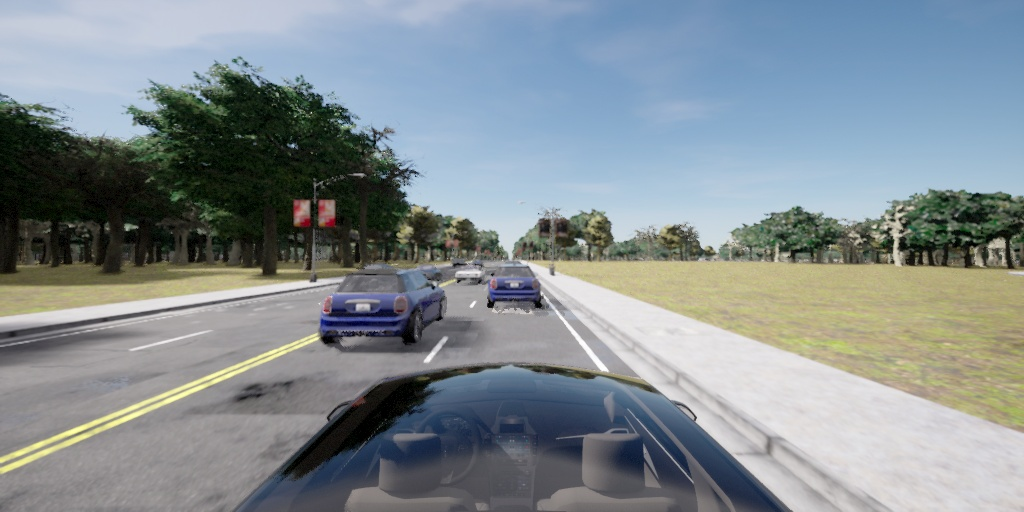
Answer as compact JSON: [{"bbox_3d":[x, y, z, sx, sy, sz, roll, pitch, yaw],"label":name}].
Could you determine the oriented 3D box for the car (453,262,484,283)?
[{"bbox_3d":[-3.158,1.403,28.259,1.895,1.301,4.718,0,0,0],"label":"car"}]

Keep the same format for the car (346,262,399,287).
[{"bbox_3d":[-9.854,1.275,25.766,1.882,1.535,5.008,0,0,0],"label":"car"}]

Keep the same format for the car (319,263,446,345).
[{"bbox_3d":[-3.160,1.118,9.741,2.097,1.767,4.553,0,0,0],"label":"car"}]

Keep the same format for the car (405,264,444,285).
[{"bbox_3d":[-6.603,1.364,27.450,1.994,1.385,4.181,0,0,0],"label":"car"}]

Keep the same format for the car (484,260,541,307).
[{"bbox_3d":[0.095,1.130,15.680,2.097,1.767,4.553,0,0,0],"label":"car"}]
